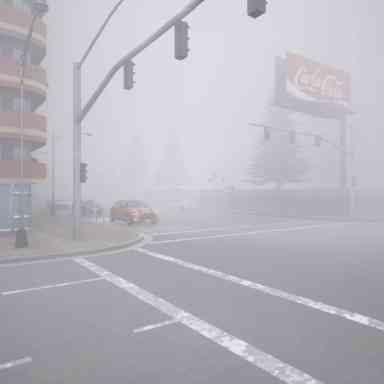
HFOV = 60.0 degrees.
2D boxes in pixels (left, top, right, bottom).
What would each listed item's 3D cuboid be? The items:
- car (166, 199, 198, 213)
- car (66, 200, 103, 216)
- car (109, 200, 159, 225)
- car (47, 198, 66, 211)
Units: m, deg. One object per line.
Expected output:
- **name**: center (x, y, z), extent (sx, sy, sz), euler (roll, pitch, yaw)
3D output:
- **car**: center (-1.122, 1.526, 37.901), extent (1.812, 1.442, 4.674), euler (0, 0, -36)
- **car**: center (-10.161, 1.491, 32.139), extent (2.128, 1.511, 4.902), euler (0, 0, -36)
- **car**: center (-4.234, 1.352, 23.949), extent (2.097, 1.767, 4.553), euler (0, 0, -36)
- **car**: center (-16.343, 1.478, 40.701), extent (1.882, 1.535, 5.008), euler (0, 0, -36)
